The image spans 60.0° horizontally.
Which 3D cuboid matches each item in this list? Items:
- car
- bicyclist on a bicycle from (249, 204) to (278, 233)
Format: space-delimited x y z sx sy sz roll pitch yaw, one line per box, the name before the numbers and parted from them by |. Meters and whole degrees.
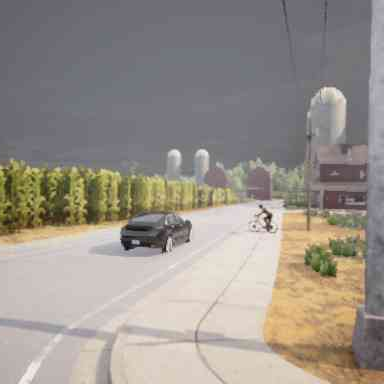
car | -1.328 1.586 14.268 1.837 1.490 4.892 1 0 17
bicyclist on a bicycle | 4.089 1.536 19.090 1.656 1.620 0.582 1 0 15
